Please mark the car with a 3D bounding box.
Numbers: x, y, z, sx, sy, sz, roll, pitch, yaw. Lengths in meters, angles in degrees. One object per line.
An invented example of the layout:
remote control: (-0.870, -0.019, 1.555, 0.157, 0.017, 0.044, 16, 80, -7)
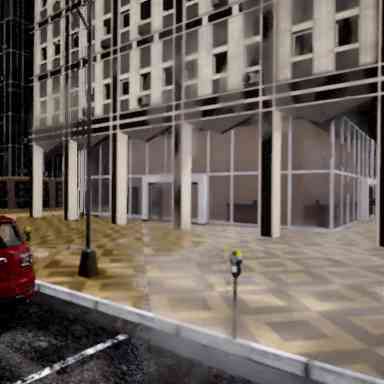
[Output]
car: (-5.094, 1.318, 6.537, 5.009, 1.841, 2.192, 0, 0, 36)
